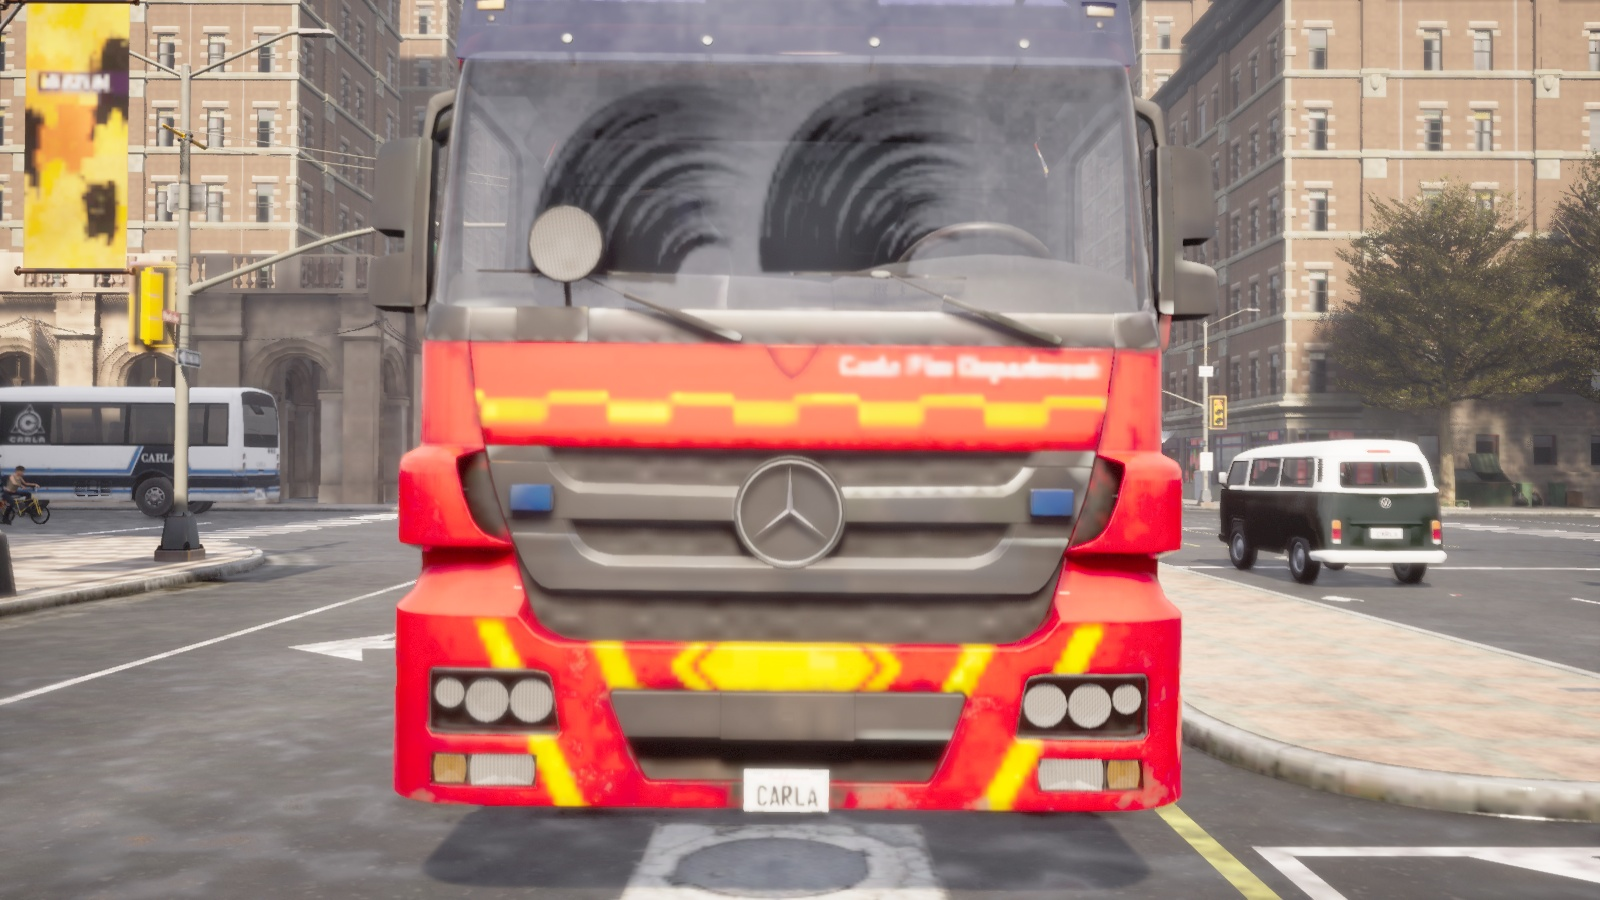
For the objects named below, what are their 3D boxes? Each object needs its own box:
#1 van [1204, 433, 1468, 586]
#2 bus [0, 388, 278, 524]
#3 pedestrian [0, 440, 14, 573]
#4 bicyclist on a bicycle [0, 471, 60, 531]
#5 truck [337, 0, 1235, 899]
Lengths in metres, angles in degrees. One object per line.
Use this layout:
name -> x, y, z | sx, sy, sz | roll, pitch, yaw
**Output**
van -> 7.891, 0.830, 19.055 | 2.069, 2.038, 4.480 | 0, -1, 0
bus -> -23.306, 0.214, 41.700 | 10.273, 4.253, 3.944 | 0, -1, 0
pedestrian -> -11.966, 0.828, 18.452 | 0.423, 1.949, 0.788 | 0, -1, -9
bicyclist on a bicycle -> -21.454, 1.403, 34.697 | 1.509, 1.612, 0.866 | 0, -1, 0
truck -> -0.052, -0.226, 8.305 | 2.891, 3.827, 8.468 | 0, -1, 0
